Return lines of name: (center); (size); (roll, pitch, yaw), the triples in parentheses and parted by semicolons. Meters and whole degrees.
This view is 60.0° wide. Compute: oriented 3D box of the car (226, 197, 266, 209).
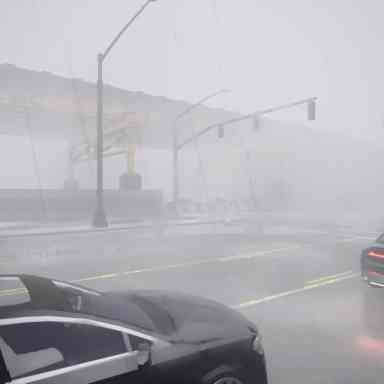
car: (7.175, 1.453, 44.489); (4.974, 1.542, 2.038); (0, 0, -7)

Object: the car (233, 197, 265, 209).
car: (7.123, 1.295, 44.482); (4.536, 1.218, 1.853); (0, 0, -7)

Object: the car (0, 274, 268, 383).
car: (-1.469, 1.491, 2.707); (4.902, 1.511, 2.128); (0, 0, -35)

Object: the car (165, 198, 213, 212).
car: (-0.495, 1.453, 38.061); (4.974, 1.542, 2.038); (0, 0, 8)

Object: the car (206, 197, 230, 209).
car: (3.272, 1.295, 40.787); (1.853, 1.218, 4.536); (0, 0, 18)

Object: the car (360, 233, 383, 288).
car: (5.958, 1.505, 7.995); (4.892, 1.490, 1.837); (0, 0, -35)

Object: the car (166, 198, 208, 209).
car: (-0.546, 1.295, 38.068); (4.536, 1.218, 1.853); (0, 0, 8)

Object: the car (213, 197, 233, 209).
car: (3.256, 1.453, 40.738); (2.038, 1.542, 4.974); (0, 0, 18)
